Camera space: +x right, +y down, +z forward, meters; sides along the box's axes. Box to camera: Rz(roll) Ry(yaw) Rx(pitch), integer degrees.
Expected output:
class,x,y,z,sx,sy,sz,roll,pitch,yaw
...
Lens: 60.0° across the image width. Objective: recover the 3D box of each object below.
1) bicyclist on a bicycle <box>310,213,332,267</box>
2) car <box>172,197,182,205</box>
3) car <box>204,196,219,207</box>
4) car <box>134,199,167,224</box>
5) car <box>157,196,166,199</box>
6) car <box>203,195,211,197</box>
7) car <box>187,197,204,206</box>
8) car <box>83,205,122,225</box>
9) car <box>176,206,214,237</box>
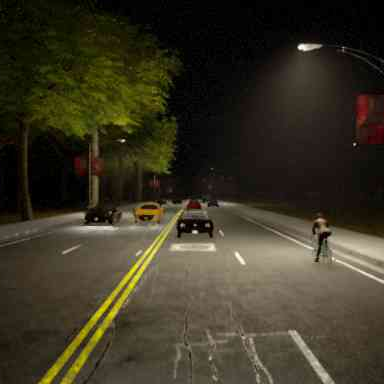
class,x,y,z,sx,sy,sz,roll,pitch,yaw
bicyclist on a bicycle,4.179,1.518,10.783,0.582,1.620,1.656,0,-1,0
car,-2.984,1.858,67.339,1.882,1.535,5.008,0,0,0
car,3.581,1.868,57.644,2.033,1.411,5.357,0,0,0
car,-3.249,1.593,26.020,1.882,1.535,5.008,0,0,0
car,-6.235,1.697,66.974,2.097,1.767,4.553,0,0,0
car,3.572,1.696,79.690,2.150,2.045,5.566,0,0,0
car,0.292,1.819,48.560,1.994,1.385,4.181,0,0,0
car,-6.505,1.661,24.627,1.994,1.385,4.181,0,0,0
car,0.168,1.691,18.642,1.895,1.301,4.718,0,0,0
